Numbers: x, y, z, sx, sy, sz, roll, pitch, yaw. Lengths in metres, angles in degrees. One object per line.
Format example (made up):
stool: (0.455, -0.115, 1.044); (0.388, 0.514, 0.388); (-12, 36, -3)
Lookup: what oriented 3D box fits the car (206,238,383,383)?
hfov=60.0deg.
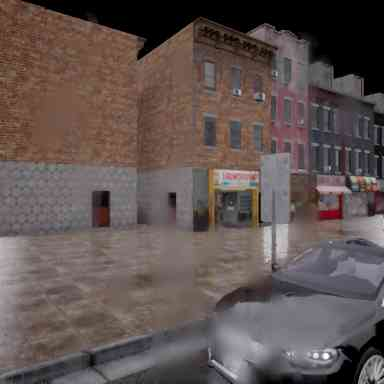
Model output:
car: (2.430, 1.492, 4.815); (4.902, 1.511, 2.128); (0, 0, -36)
